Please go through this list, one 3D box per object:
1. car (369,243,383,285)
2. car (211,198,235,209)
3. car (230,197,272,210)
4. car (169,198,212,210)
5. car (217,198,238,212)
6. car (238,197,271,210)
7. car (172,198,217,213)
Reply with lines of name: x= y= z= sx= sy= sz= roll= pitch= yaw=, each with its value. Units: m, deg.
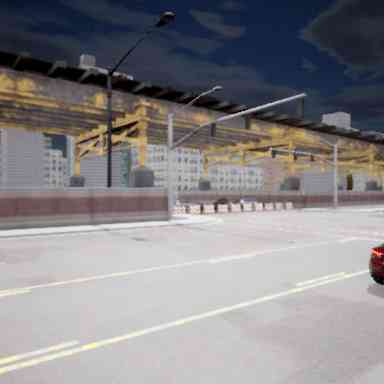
car: x=6.172 y=1.527 z=8.204 sx=4.674 sy=1.442 sz=1.812 roll=0 pitch=0 yaw=-35
car: x=3.694 y=1.300 z=39.105 sx=1.853 sy=1.218 sz=4.536 roll=0 pitch=0 yaw=18
car: x=7.580 y=1.458 z=42.825 sx=4.974 sy=1.542 sz=2.038 roll=0 pitch=0 yaw=-7
car: x=-0.111 y=1.299 z=36.368 sx=4.536 sy=1.218 sz=1.853 roll=0 pitch=0 yaw=8
car: x=3.679 y=1.457 z=39.056 sx=2.038 sy=1.542 sz=4.974 roll=0 pitch=0 yaw=18
car: x=7.528 y=1.300 z=42.818 sx=4.536 sy=1.218 sz=1.853 roll=0 pitch=0 yaw=-7
car: x=-0.060 y=1.457 z=36.362 sx=4.974 sy=1.542 sz=2.038 roll=0 pitch=0 yaw=8
